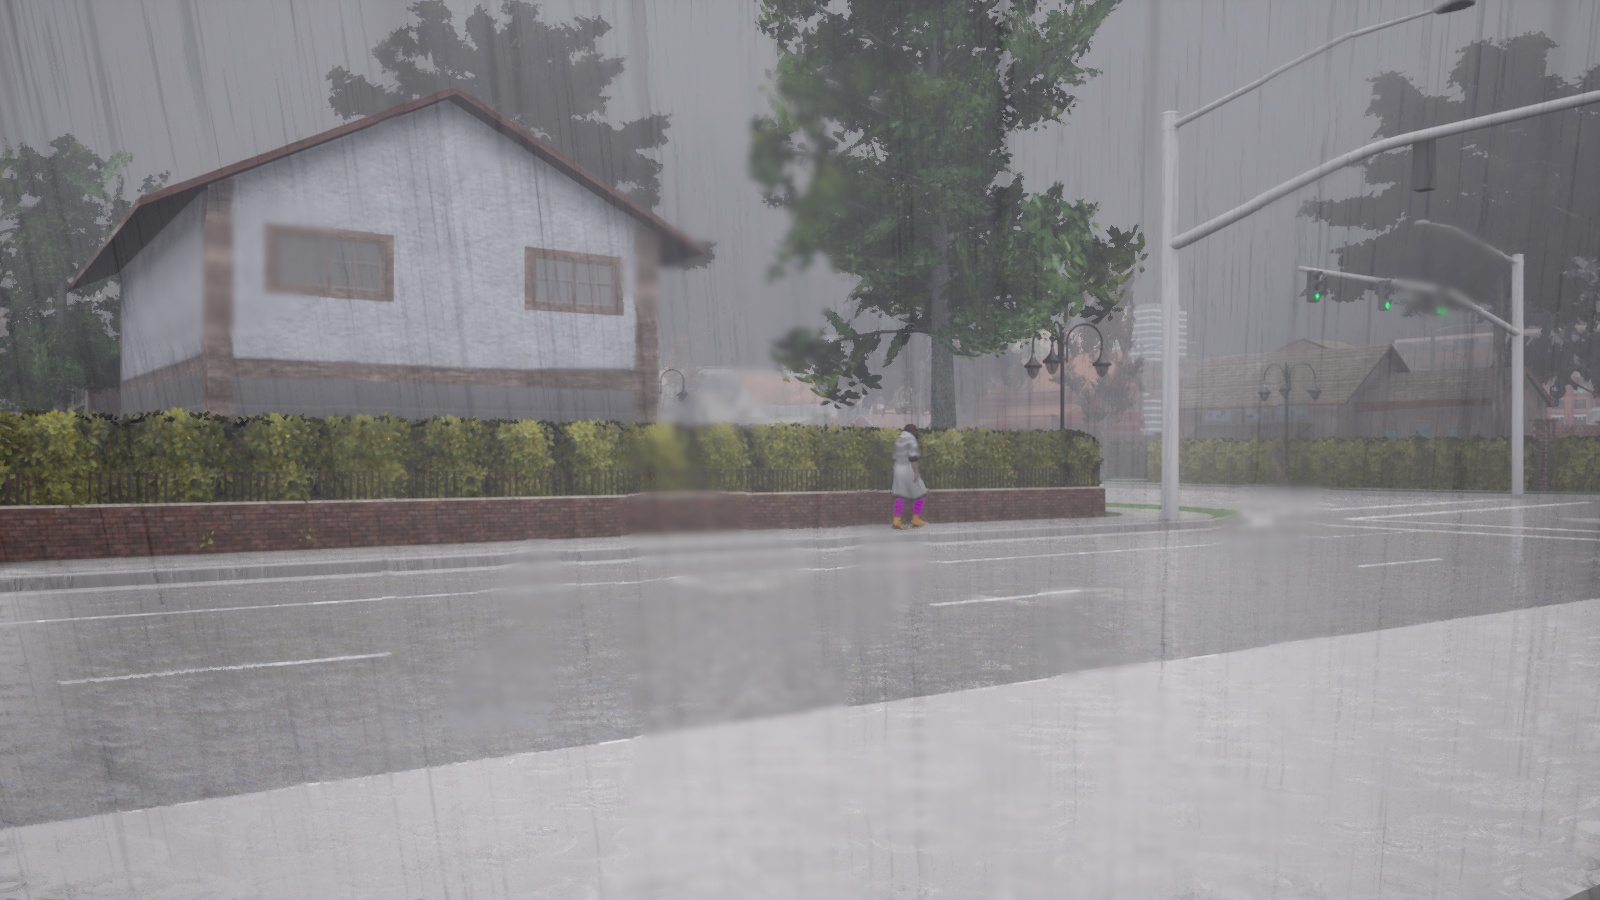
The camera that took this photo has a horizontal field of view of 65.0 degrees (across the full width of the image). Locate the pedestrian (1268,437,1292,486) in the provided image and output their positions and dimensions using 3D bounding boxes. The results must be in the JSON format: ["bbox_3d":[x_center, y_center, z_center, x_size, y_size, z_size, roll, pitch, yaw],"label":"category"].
[{"bbox_3d":[18.596,0.440,48.633,0.540,1.848,0.694,0,0,-34],"label":"pedestrian"}]

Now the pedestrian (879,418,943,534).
[{"bbox_3d":[1.913,0.433,21.699,0.873,1.952,0.659,0,0,-36],"label":"pedestrian"}]
